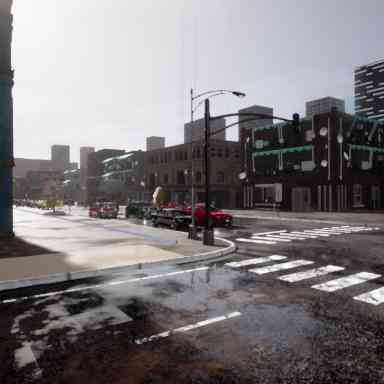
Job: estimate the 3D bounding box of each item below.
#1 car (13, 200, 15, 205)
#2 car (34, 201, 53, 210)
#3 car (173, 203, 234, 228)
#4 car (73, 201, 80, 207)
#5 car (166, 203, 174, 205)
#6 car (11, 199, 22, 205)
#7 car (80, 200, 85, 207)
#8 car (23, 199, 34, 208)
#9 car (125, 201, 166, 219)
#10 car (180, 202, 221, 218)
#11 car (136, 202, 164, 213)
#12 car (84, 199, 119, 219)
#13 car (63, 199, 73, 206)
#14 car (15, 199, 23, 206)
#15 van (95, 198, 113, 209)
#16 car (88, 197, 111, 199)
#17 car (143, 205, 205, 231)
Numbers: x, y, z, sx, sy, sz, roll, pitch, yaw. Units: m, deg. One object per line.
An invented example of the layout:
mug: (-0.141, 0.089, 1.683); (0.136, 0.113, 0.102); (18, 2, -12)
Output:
car: (-41.231, 2.548, 79.675); (2.008, 1.369, 4.403); (-1, 0, -35)
car: (-25.137, 2.233, 56.951); (1.752, 1.417, 4.829); (-1, 0, -35)
car: (0.962, 1.698, 24.597); (1.882, 1.535, 5.008); (-1, 0, -35)
car: (-21.597, 2.228, 66.452); (1.887, 1.381, 4.507); (-1, 0, -35)
car: (-2.402, 1.904, 39.351); (1.802, 1.307, 4.206); (-2, 0, -35)
car: (-44.430, 2.598, 84.191); (1.887, 1.381, 4.507); (-1, 0, -35)
car: (-18.403, 1.940, 61.934); (2.192, 1.841, 5.009); (-1, 0, -35)
car: (-31.634, 2.376, 66.124); (2.008, 1.369, 4.403); (-1, 0, -35)
car: (-4.898, 1.689, 32.871); (2.097, 1.767, 4.553); (-1, 0, -35)
car: (0.797, 1.810, 34.833); (2.008, 1.369, 4.403); (-2, 0, -35)
car: (-5.600, 1.966, 43.867); (1.802, 1.307, 4.206); (-1, 0, -35)
car: (-9.242, 1.847, 34.505); (1.967, 1.590, 4.097); (-1, 0, -35)
car: (-27.995, 2.364, 75.486); (1.947, 1.339, 4.313); (-1, 0, -35)
car: (-38.035, 2.380, 75.157); (1.967, 1.590, 4.097); (-1, 0, -35)
van: (-15.203, 1.907, 57.418); (1.690, 1.788, 3.998); (-1, 0, -35)
car: (-11.043, 1.678, 41.564); (2.150, 2.045, 5.566); (-1, 0, -35)
car: (-1.318, 1.815, 23.111); (1.947, 1.339, 4.313); (-1, 0, -35)
